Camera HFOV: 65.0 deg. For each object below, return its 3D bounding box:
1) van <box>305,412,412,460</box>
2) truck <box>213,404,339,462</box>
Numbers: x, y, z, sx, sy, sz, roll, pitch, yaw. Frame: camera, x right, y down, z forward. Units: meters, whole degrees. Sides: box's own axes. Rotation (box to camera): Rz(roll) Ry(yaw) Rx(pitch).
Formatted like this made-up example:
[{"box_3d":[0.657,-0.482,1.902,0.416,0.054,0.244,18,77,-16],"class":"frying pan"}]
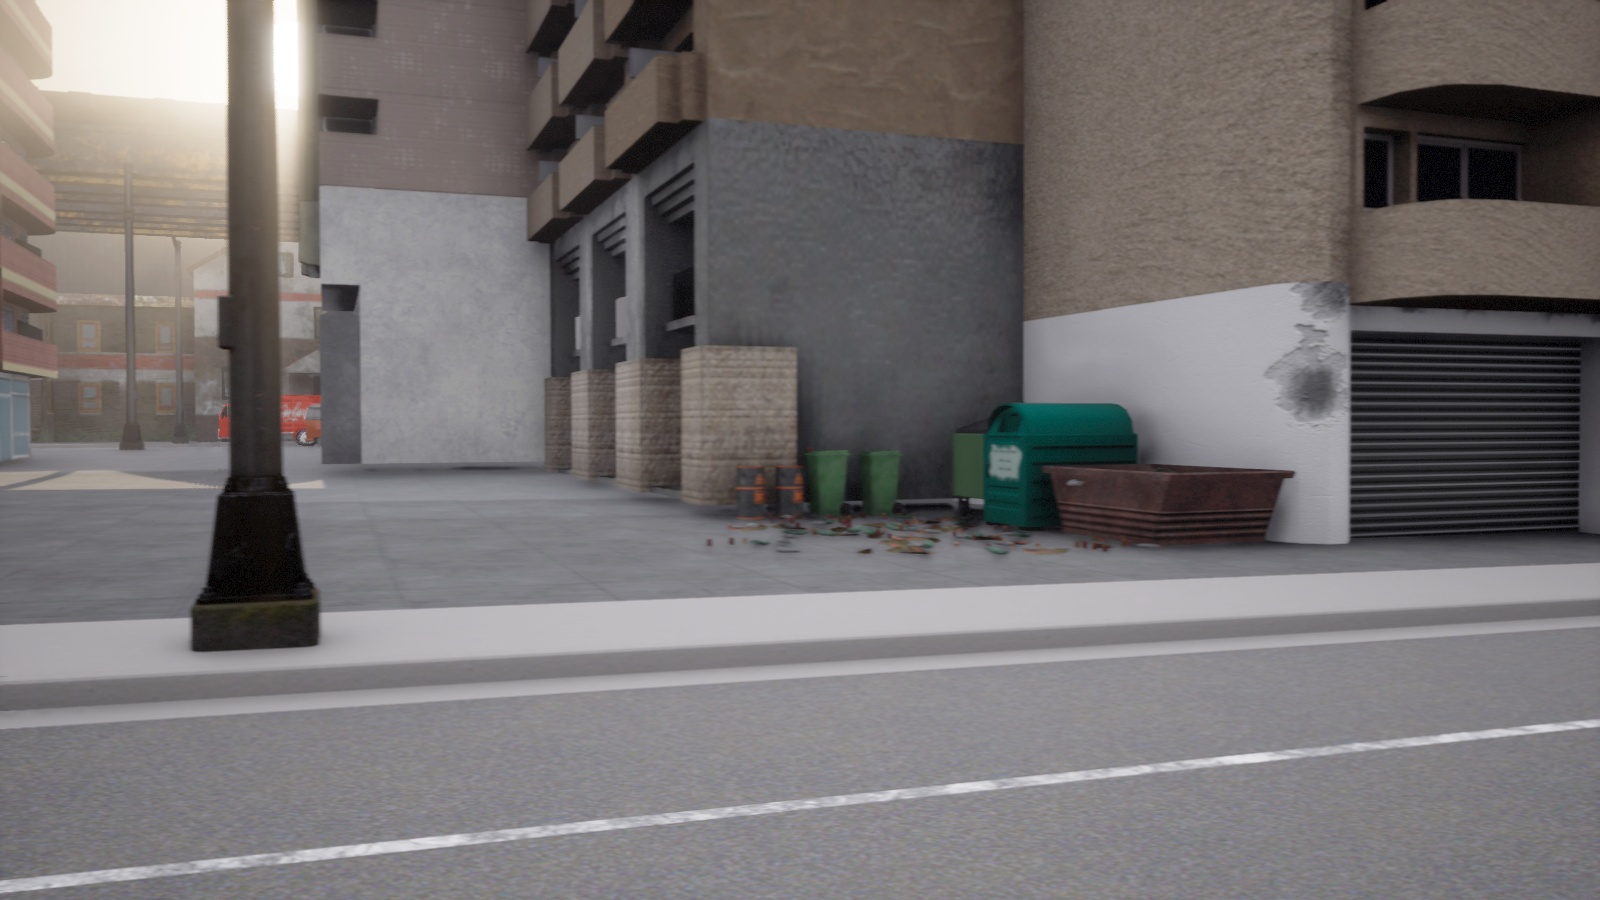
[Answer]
[{"box_3d":[-19.904,-0.649,56.648,4.442,1.987,1.775,-2,1,-21],"class":"van"},{"box_3d":[-24.394,-0.808,58.696,5.204,2.467,2.627,-2,1,-21],"class":"truck"}]
